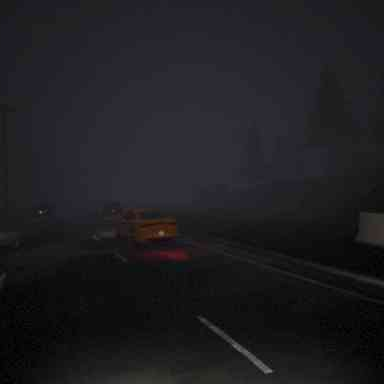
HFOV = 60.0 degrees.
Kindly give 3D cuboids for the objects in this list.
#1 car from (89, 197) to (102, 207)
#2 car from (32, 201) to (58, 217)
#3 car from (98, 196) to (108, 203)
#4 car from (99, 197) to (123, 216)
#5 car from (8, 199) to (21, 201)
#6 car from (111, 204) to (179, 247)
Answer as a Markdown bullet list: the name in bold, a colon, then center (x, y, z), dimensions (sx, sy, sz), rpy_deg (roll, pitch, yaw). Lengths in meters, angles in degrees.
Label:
- **car**: center (-16.510, 1.810, 56.671), dimensions (2.033, 1.411, 5.357), rpy_deg (-1, 0, -12)
- **car**: center (-15.571, 1.759, 35.438), dimensions (1.837, 1.490, 4.892), rpy_deg (-1, 0, -13)
- **car**: center (-22.126, 1.875, 82.866), dimensions (2.128, 1.511, 4.902), rpy_deg (-1, 0, -12)
- **car**: center (-8.272, 1.621, 34.814), dimensions (2.128, 1.511, 4.902), rpy_deg (-1, 0, -13)
- **car**: center (-38.946, 1.809, 72.936), dimensions (1.994, 1.385, 4.181), rpy_deg (-1, 0, -12)
- **car**: center (-2.234, 1.510, 15.522), dimensions (1.882, 1.535, 5.008), rpy_deg (-1, 0, -24)
